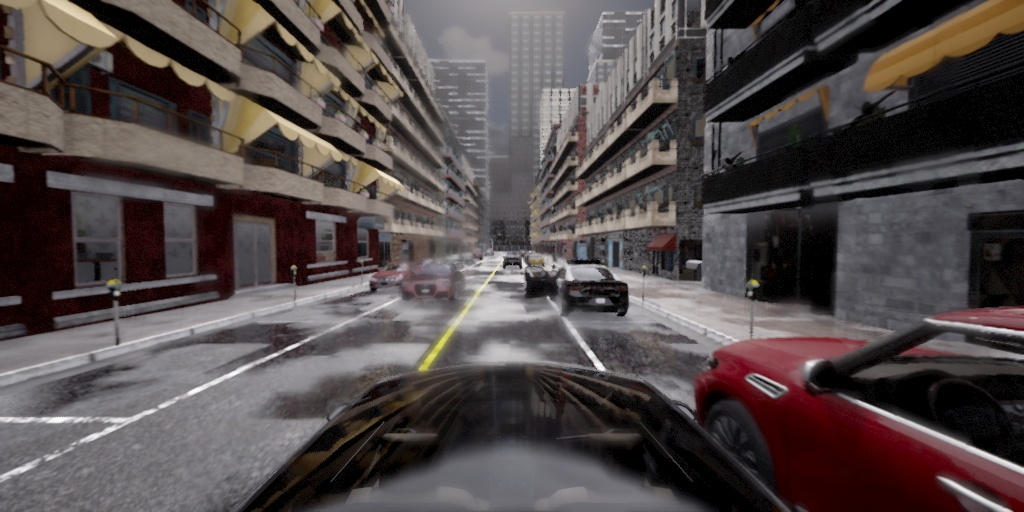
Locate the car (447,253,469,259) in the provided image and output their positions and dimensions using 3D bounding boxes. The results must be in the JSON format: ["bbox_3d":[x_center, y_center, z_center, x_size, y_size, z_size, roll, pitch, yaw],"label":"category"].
[{"bbox_3d":[-5.682,0.525,34.867,2.007,1.370,4.403,0,0,0],"label":"car"}]

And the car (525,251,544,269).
[{"bbox_3d":[2.700,0.369,40.606,1.751,1.417,4.829,0,0,0],"label":"car"}]

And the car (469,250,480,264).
[{"bbox_3d":[-5.679,0.263,46.068,2.007,1.370,4.403,0,0,0],"label":"car"}]

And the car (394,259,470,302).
[{"bbox_3d":[-3.093,1.007,14.802,1.994,1.385,4.181,0,1,0],"label":"car"}]

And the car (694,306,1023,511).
[{"bbox_3d":[2.689,1.076,1.233,2.192,1.841,5.009,0,0,0],"label":"car"}]

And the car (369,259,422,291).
[{"bbox_3d":[-5.687,0.949,18.065,1.802,1.307,4.207,0,0,0],"label":"car"}]

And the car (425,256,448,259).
[{"bbox_3d":[-5.686,0.818,23.666,1.802,1.307,4.207,0,0,0],"label":"car"}]

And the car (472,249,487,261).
[{"bbox_3d":[-5.677,-0.234,57.269,2.192,1.841,5.009,0,0,0],"label":"car"}]

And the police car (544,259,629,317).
[{"bbox_3d":[2.369,0.930,12.157,1.930,1.638,5.238,0,1,0],"label":"police car"}]

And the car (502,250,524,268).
[{"bbox_3d":[0.062,0.432,36.948,1.837,1.490,4.892,0,2,0],"label":"car"}]
